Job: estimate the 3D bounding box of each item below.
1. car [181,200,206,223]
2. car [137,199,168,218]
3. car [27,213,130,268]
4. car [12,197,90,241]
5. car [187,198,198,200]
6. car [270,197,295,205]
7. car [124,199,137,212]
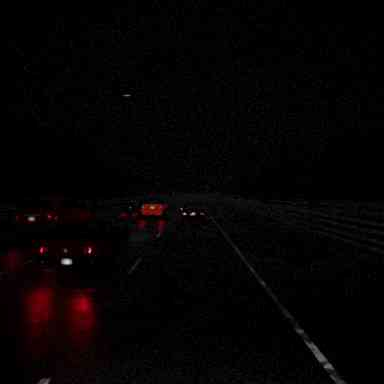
[{"bbox_3d":[0.101,1.574,25.644,2.033,1.411,5.357,0,0,0],"label":"car"},{"bbox_3d":[-3.404,1.382,30.692,2.097,1.767,4.553,0,0,0],"label":"car"},{"bbox_3d":[-3.396,1.610,11.274,1.895,1.301,4.718,0,0,0],"label":"car"},{"bbox_3d":[-6.897,1.242,16.986,2.150,2.045,5.566,0,0,0],"label":"car"},{"bbox_3d":[0.095,1.526,42.946,1.882,1.535,5.008,0,0,0],"label":"car"},{"bbox_3d":[13.423,1.586,49.302,2.033,1.649,4.856,0,0,-15],"label":"car"},{"bbox_3d":[-6.904,1.570,39.617,1.812,1.442,4.674,0,0,0],"label":"car"}]
